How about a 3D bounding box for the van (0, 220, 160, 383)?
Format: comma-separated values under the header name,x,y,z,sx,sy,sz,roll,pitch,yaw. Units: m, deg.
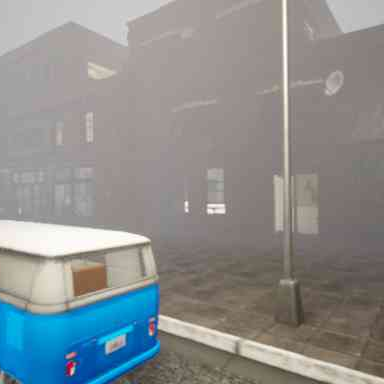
name,x,y,z,sx,sy,sz,roll,pitch,yaw
van,-2.295,1.337,4.529,3.998,1.788,1.690,0,-1,36
